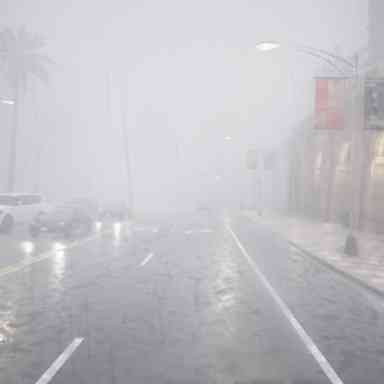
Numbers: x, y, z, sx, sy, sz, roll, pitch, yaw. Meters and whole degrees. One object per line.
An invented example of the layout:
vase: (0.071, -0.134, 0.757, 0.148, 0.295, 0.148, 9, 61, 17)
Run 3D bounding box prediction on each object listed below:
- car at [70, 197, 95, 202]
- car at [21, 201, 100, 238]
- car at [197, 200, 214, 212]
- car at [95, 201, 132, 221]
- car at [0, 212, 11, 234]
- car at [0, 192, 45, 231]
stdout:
car: (-9.586, 1.224, 28.553, 2.097, 1.767, 4.553, 2, 0, 3)
car: (-6.586, 1.427, 17.351, 1.812, 1.442, 4.674, 2, 0, 3)
car: (1.775, 1.790, 42.931, 2.033, 1.411, 5.357, 1, 0, 7)
car: (-6.146, 1.484, 27.231, 1.812, 1.442, 4.674, 2, 0, 3)
car: (-6.943, 1.397, 7.930, 2.033, 1.411, 5.357, 2, 0, 2)
car: (-10.047, 1.034, 18.239, 2.150, 2.045, 5.566, 2, 0, 2)
